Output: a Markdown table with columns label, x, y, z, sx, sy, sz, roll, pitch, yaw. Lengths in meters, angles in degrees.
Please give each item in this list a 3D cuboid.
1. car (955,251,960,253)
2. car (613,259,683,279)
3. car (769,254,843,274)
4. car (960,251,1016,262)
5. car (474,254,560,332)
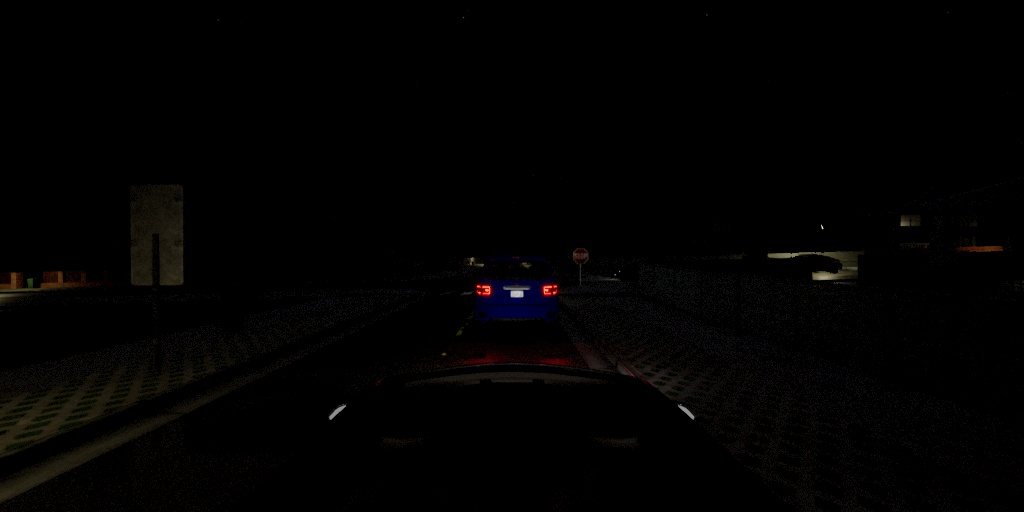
| label | x | y | z | sx | sy | sz | roll | pitch | yaw |
| --- | --- | --- | --- | --- | --- | --- | --- | --- | --- |
| car | 32.696 | 0.317 | 26.704 | 5.357 | 1.411 | 2.033 | -2 | 0 | 0 |
| car | 10.319 | 0.930 | 26.619 | 5.357 | 1.411 | 2.033 | -2 | 0 | 0 |
| car | 21.792 | 0.593 | 26.652 | 4.674 | 1.442 | 1.812 | -1 | 0 | 0 |
| car | 33.209 | 0.332 | 23.762 | 4.181 | 1.385 | 1.994 | -2 | 0 | 0 |
| car | 0.122 | 0.966 | 10.937 | 2.150 | 2.045 | 5.566 | 0 | 0 | 0 |
